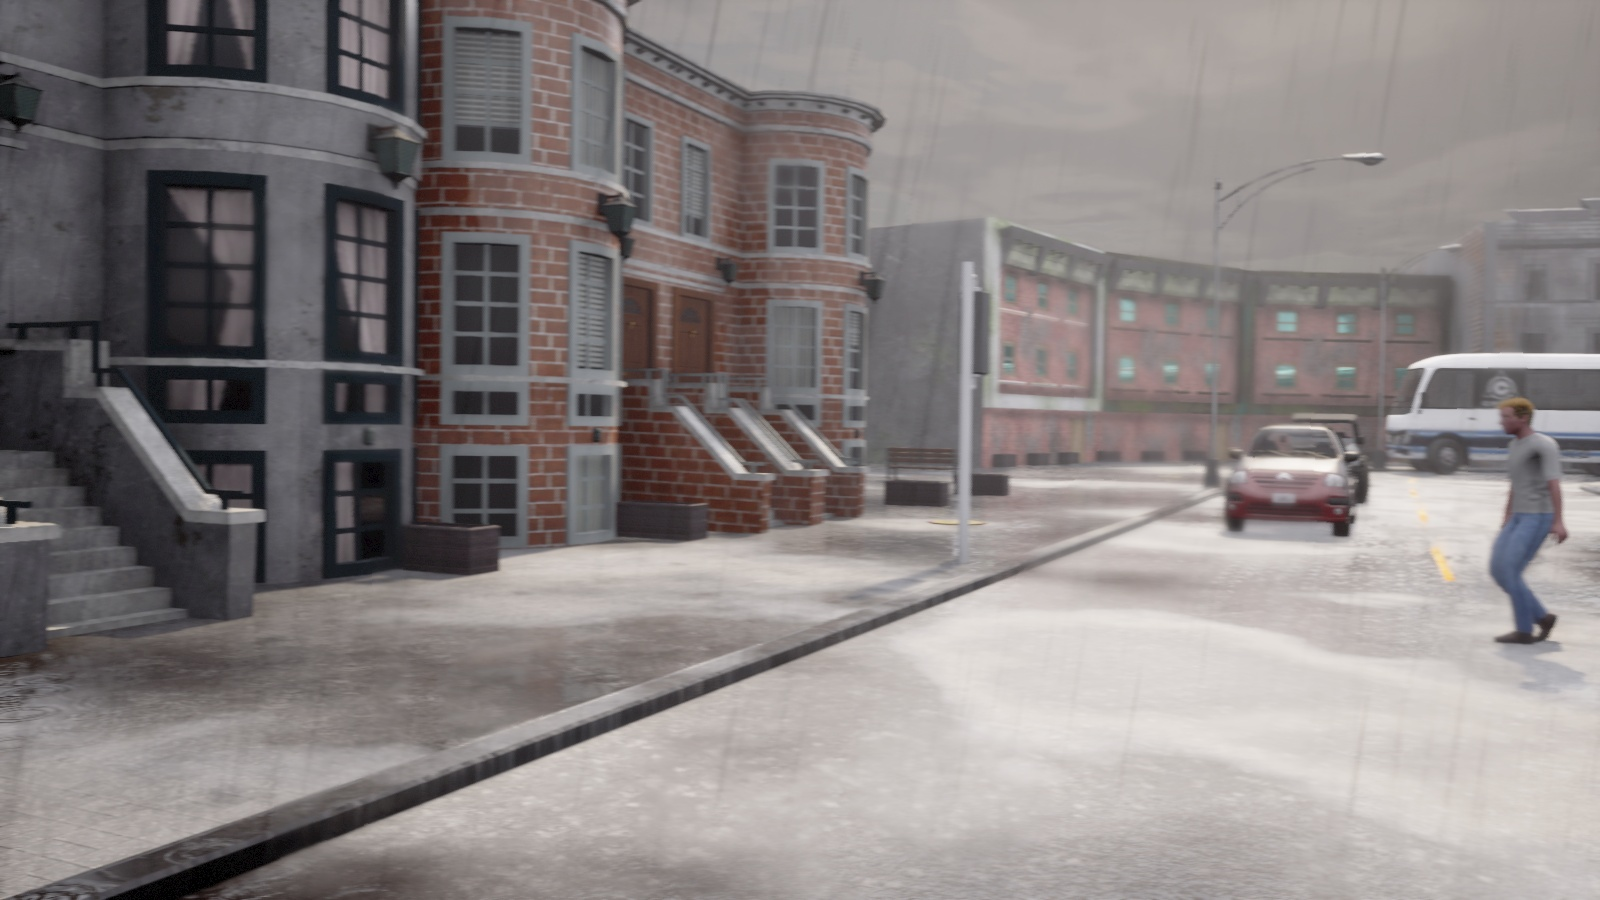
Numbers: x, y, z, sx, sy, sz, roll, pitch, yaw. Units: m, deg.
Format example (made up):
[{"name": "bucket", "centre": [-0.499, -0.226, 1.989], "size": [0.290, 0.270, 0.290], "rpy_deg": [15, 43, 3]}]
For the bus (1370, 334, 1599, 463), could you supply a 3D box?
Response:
[{"name": "bus", "centre": [25.774, -1.771, 43.649], "size": [10.273, 4.253, 3.944], "rpy_deg": [0, 2, 14]}]

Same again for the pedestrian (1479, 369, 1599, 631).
[{"name": "pedestrian", "centre": [5.320, 0.346, 9.015], "size": [0.706, 1.836, 0.354], "rpy_deg": [0, 1, 11]}]

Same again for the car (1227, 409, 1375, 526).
[{"name": "car", "centre": [7.864, 0.194, 19.510], "size": [1.851, 1.617, 3.988], "rpy_deg": [0, 1, 26]}]

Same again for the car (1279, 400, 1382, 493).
[{"name": "car", "centre": [11.651, -0.116, 27.455], "size": [1.905, 1.878, 3.866], "rpy_deg": [0, 1, 25]}]
